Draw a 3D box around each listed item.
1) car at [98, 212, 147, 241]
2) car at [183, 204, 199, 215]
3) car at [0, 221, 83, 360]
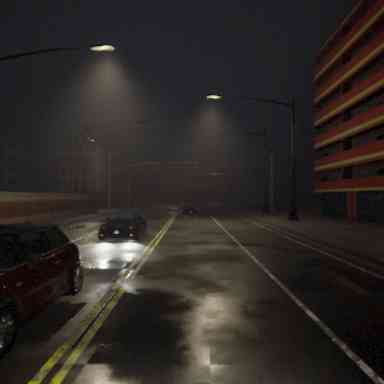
[{"bbox_3d":[-3.640,1.789,18.066,1.994,1.385,4.181,0,-1,0],"label":"car"},{"bbox_3d":[-0.217,2.118,41.829,1.895,1.301,4.718,0,-1,-2],"label":"car"},{"bbox_3d":[-3.623,1.427,5.981,2.097,1.767,4.553,0,-1,0],"label":"car"}]
